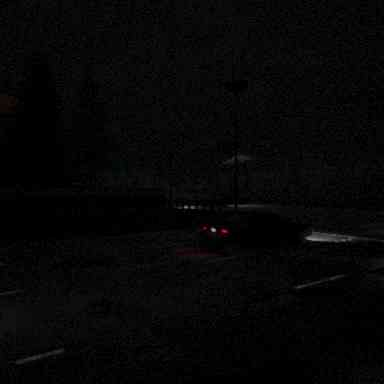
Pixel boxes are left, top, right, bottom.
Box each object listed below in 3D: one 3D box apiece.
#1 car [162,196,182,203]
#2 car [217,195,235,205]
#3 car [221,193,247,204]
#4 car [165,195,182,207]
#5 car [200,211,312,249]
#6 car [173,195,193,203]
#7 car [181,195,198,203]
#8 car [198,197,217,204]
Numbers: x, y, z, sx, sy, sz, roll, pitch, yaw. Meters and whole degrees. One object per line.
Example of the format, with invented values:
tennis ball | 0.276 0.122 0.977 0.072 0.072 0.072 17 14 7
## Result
car | -4.285 1.549 69.285 1.895 1.301 4.718 0 0 -36
car | 4.832 1.554 56.556 1.895 1.301 4.718 0 0 -36
car | 7.216 1.172 59.255 2.150 2.045 5.566 0 0 -35
car | -3.987 1.568 50.811 1.895 1.301 4.718 0 0 -36
car | 2.886 1.534 14.414 5.357 1.411 2.033 0 0 -35
car | -1.915 1.427 71.981 1.882 1.535 5.008 0 0 -36
car | -1.561 1.467 53.439 1.837 1.490 4.892 0 0 -36
car | 1.546 1.522 55.124 1.994 1.385 4.181 0 0 -36
